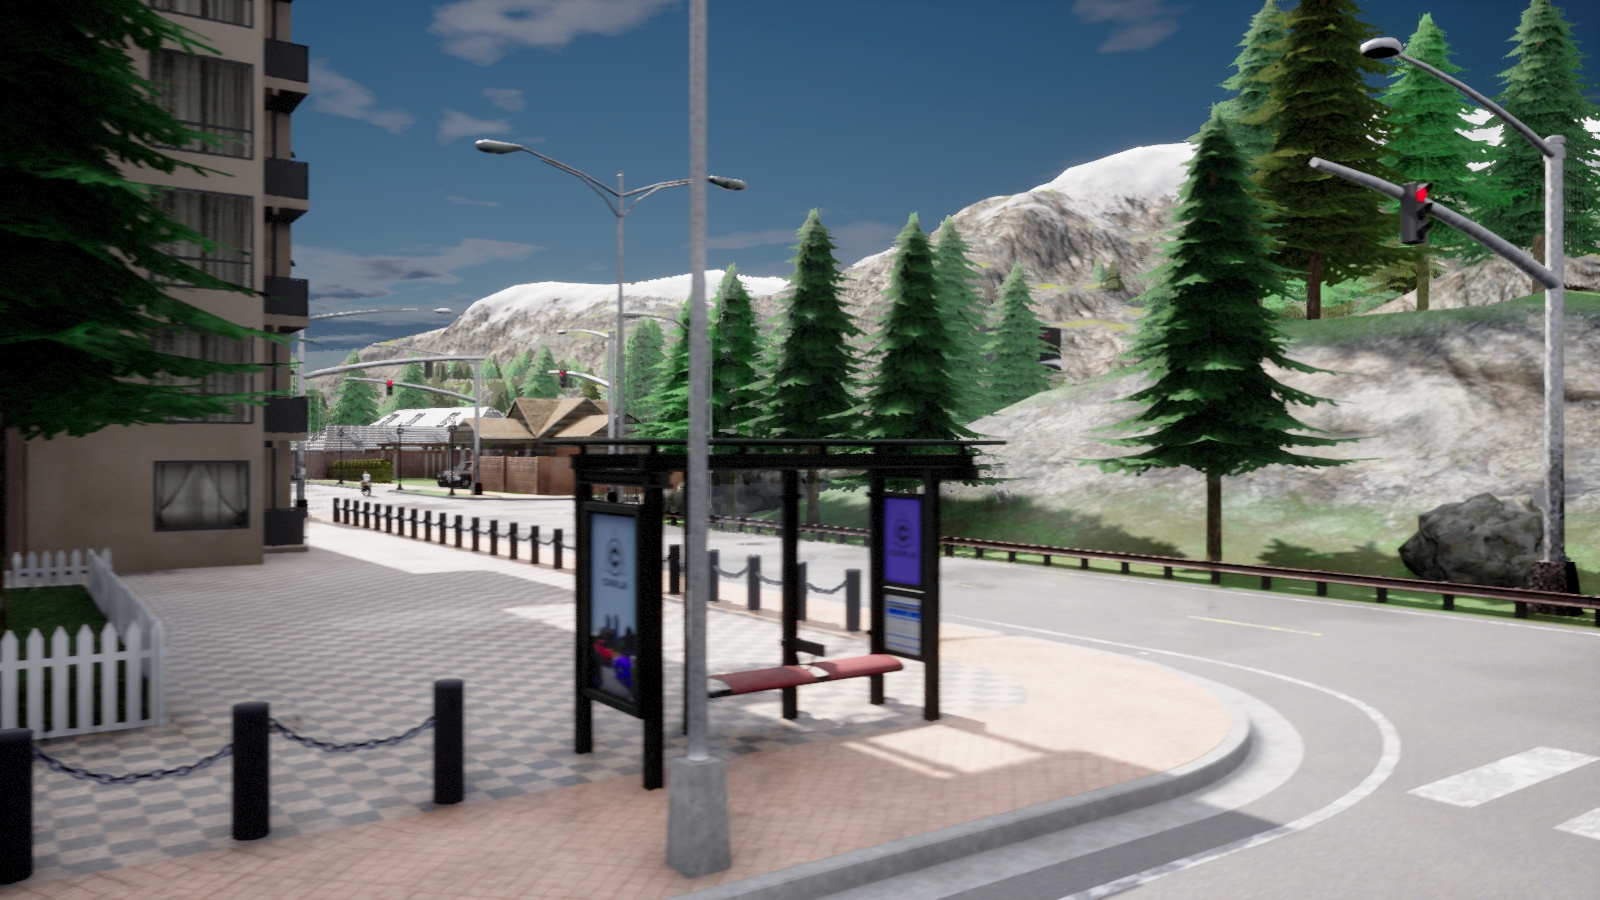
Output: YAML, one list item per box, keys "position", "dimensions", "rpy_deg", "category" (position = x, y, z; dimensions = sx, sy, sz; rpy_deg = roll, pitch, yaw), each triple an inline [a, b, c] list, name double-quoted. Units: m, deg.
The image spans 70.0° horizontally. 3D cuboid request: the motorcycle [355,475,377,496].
- position: [-26.155, 2.143, 68.838]
  dimensions: [0.803, 1.217, 2.033]
  rpy_deg: [0, 0, -33]
  category: "motorcycle"
